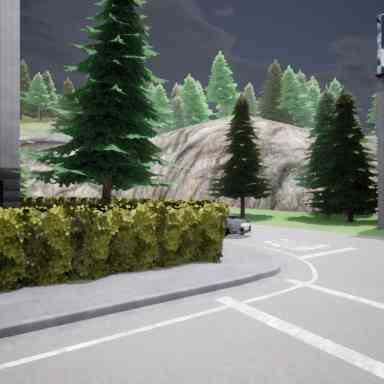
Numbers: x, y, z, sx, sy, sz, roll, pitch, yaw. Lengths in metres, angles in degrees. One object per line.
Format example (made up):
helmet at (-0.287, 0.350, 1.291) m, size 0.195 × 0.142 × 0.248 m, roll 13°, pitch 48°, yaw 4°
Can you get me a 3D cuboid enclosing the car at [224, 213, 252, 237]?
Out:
car at (1.214, 1.667, 19.329) m, size 2.128 × 1.511 × 4.902 m, roll 0°, pitch 0°, yaw -42°
